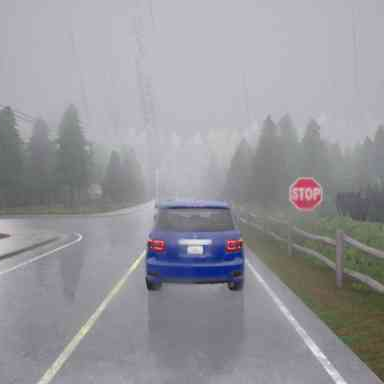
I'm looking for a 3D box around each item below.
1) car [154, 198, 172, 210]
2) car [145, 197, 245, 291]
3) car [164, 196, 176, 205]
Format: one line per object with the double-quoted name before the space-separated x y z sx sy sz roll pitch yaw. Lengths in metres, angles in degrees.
"car" -3.611 1.527 42.100 1.994 1.385 4.181 0 0 0
"car" 0.071 1.213 9.121 2.150 2.045 5.566 0 0 0
"car" -3.936 1.520 59.683 1.994 1.385 4.181 0 0 -1
